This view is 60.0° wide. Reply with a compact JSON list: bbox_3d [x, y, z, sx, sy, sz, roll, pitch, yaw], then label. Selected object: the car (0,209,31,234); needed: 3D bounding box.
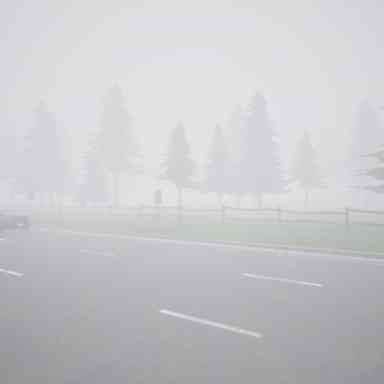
[{"bbox_3d":[-12.128,1.810,21.240,4.674,1.442,1.812,-1,0,36],"label":"car"}]
